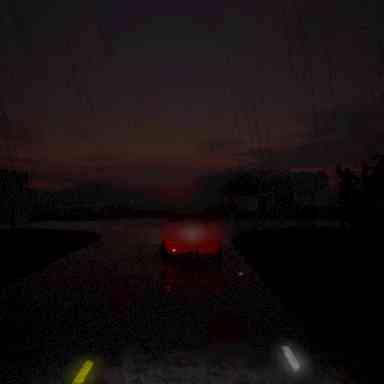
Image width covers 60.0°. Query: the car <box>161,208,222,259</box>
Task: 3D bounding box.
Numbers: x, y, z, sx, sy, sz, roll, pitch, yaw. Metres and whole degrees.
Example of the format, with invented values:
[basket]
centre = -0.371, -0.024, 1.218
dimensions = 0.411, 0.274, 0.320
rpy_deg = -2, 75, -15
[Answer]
[car]
centre = -0.054, 1.481, 13.311
dimensions = 2.097, 1.767, 4.553
rpy_deg = 0, -1, -1
